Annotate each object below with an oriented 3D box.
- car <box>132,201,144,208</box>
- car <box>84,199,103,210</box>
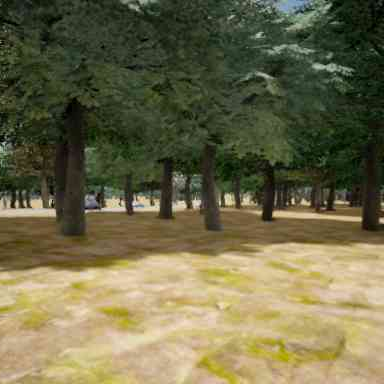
[{"bbox_3d":[-11.841,2.660,70.580,1.895,1.301,4.718,1,-1,18],"label":"car"},{"bbox_3d":[-17.013,2.372,56.325,1.994,1.385,4.181,1,-1,21],"label":"car"}]
